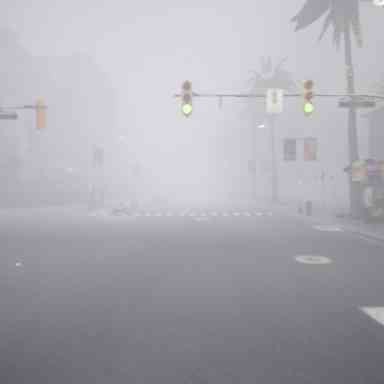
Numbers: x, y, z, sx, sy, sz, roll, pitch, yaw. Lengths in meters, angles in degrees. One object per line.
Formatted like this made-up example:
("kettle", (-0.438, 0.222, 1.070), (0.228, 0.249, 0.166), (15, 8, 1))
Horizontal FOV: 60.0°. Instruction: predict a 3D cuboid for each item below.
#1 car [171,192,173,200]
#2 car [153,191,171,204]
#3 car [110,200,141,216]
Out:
("car", (-5.848, 0.826, 80.961), (2.150, 2.045, 5.566), (0, 0, -10))
("car", (-5.294, 1.058, 56.065), (2.097, 1.767, 4.553), (0, 0, 2))
("car", (-6.057, 1.433, 31.109), (2.033, 1.411, 5.357), (0, 1, 3))
